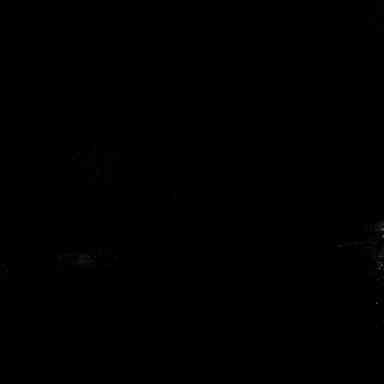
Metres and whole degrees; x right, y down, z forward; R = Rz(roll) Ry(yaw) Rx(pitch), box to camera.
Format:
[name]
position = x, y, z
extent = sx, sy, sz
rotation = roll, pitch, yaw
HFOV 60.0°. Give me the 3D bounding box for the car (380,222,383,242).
[car]
position = 10.560, 1.528, 15.244
extent = 5.008, 1.535, 1.882
rotation = 0, 0, -36
